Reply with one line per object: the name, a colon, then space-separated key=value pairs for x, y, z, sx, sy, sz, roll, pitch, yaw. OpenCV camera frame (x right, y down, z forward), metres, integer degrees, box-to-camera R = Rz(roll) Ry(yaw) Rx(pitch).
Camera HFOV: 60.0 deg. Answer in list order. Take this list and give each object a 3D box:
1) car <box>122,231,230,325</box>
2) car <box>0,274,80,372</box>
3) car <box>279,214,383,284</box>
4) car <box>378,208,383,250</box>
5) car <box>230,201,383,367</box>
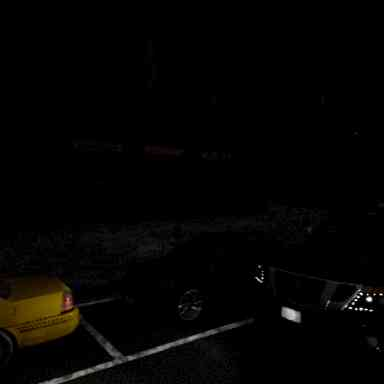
car: x=0.675 y=1.565 z=7.132 sx=4.313 sy=1.339 sz=1.947 roll=0 pitch=0 yaw=-36
car: x=-3.890 y=1.526 z=3.876 sx=4.829 sy=1.417 sz=1.752 roll=0 pitch=0 yaw=-35
car: x=4.963 y=1.522 z=10.191 sx=4.829 sy=1.417 sz=1.752 roll=0 pitch=0 yaw=-36
car: x=9.528 y=1.436 z=13.448 sx=4.097 sy=1.590 sz=1.967 roll=0 pitch=0 yaw=-36
car: x=3.526 y=1.219 z=5.881 sx=5.566 sy=2.045 sz=2.150 roll=0 pitch=0 yaw=-35
